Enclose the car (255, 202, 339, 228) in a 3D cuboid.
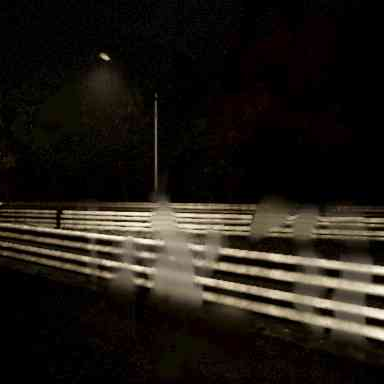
[{"bbox_3d":[5.640,1.410,18.408,4.553,1.767,2.097,0,0,19],"label":"car"}]
